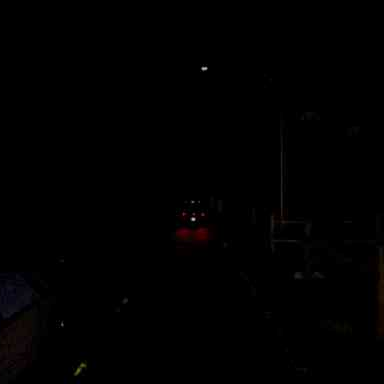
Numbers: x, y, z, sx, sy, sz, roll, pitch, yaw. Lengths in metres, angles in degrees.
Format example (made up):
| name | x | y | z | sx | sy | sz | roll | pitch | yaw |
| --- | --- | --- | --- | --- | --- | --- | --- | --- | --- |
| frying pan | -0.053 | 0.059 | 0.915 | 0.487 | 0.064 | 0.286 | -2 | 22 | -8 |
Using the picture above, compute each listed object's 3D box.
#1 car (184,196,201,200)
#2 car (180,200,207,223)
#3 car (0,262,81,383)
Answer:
| name | x | y | z | sx | sy | sz | roll | pitch | yaw |
| --- | --- | --- | --- | --- | --- | --- | --- | --- | --- |
| car | 0.094 | 1.240 | 41.068 | 2.097 | 1.767 | 4.553 | 0 | 0 | 0 |
| car | 0.097 | 1.517 | 24.299 | 1.895 | 1.301 | 4.718 | 0 | 0 | 0 |
| car | -2.751 | 1.533 | 3.257 | 2.033 | 1.411 | 5.357 | 0 | 0 | 0 |
